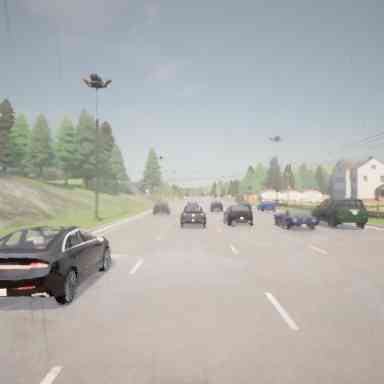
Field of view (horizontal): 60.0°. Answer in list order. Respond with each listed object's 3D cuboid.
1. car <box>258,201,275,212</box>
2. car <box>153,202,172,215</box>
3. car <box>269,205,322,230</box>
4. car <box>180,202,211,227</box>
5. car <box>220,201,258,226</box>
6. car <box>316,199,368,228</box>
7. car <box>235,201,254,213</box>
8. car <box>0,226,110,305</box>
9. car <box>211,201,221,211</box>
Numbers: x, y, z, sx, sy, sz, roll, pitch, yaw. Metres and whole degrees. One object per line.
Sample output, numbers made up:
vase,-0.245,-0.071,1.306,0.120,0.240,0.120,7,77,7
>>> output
car,10.552,2.001,47.591,1.882,1.535,5.008,0,-1,0
car,-3.514,1.938,39.344,1.837,1.490,4.892,0,-1,0
car,7.091,1.858,23.265,1.895,1.301,4.718,0,-1,0
car,0.091,1.767,25.068,2.128,1.511,4.902,0,-1,0
car,3.590,1.769,26.418,1.882,1.535,5.008,0,-1,0
car,10.591,1.489,24.286,2.150,2.045,5.566,0,-1,0
car,7.039,2.005,45.316,1.837,1.490,4.892,0,0,0
car,-3.413,1.585,8.313,2.128,1.511,4.902,0,-1,0
car,3.557,2.041,48.612,1.837,1.490,4.892,0,0,0
